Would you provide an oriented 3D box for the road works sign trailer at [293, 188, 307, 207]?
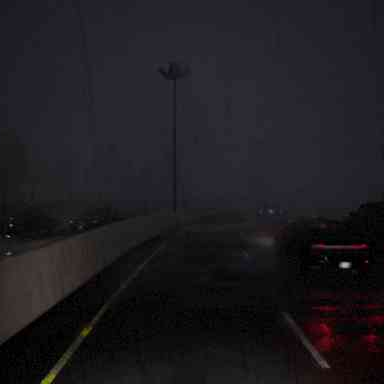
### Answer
[{"bbox_3d":[21.699,1.110,65.891,2.380,3.560,2.880,-1,-1,42],"label":"road works sign trailer"}]

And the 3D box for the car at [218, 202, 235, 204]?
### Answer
[{"bbox_3d":[6.154,1.826,61.990,2.150,2.045,5.566,0,-1,32],"label":"car"}]

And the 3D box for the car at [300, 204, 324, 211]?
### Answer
[{"bbox_3d":[10.774,1.819,29.827,1.812,1.442,4.674,0,-1,16],"label":"car"}]

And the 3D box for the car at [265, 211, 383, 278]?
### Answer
[{"bbox_3d":[3.881,1.596,10.568,2.128,1.511,4.902,0,-1,3],"label":"car"}]

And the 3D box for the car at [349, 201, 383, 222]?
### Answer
[{"bbox_3d":[7.516,1.347,12.591,2.150,2.045,5.566,0,-1,5],"label":"car"}]

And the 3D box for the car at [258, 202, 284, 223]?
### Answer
[{"bbox_3d":[6.825,1.632,28.593,2.097,1.767,4.553,0,-1,14],"label":"car"}]
